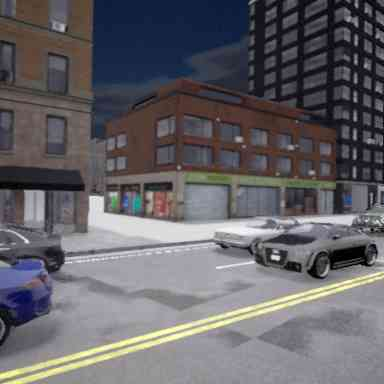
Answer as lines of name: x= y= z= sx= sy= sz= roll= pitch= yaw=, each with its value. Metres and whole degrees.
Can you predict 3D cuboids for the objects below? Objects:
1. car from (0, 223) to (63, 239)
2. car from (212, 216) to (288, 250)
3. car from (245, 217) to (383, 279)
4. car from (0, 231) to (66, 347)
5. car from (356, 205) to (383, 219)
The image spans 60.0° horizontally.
car: x=-5.517 y=1.506 z=7.699 sx=4.892 sy=1.490 sz=1.837 roll=1 pitch=-1 yaw=-35
car: x=3.134 y=1.696 z=13.776 sx=4.718 sy=1.301 sz=1.895 roll=1 pitch=0 yaw=-35
car: x=3.935 y=1.647 z=10.356 sx=4.181 sy=1.385 sz=1.994 roll=1 pitch=0 yaw=-35
car: x=-4.402 y=1.516 z=4.518 sx=4.674 sy=1.442 sz=1.812 roll=1 pitch=0 yaw=-35
car: x=11.535 y=1.538 z=19.764 sx=4.553 sy=1.767 sz=2.097 roll=1 pitch=0 yaw=-35
